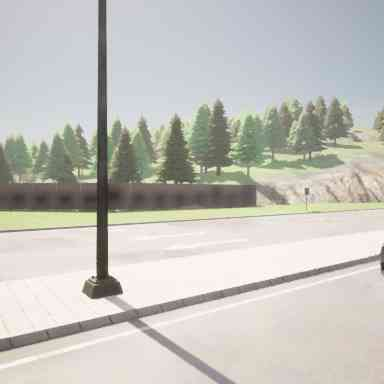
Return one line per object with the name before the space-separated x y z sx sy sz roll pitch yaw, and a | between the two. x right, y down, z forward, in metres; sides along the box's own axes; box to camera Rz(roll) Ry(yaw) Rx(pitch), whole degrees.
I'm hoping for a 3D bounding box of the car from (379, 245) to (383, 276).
car | 6.648 1.504 8.489 4.892 1.490 1.837 0 0 -35
